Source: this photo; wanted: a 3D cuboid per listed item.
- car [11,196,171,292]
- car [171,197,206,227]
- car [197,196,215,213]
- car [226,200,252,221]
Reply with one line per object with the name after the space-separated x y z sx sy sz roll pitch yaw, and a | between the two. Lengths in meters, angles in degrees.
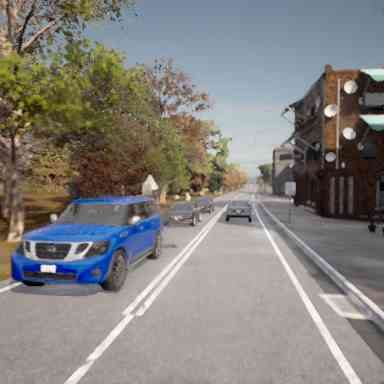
-2.348 1.146 9.185 2.150 2.045 5.566 1 0 9 | car
-0.490 1.296 21.383 1.837 1.490 4.892 0 0 9 | car
1.102 1.145 31.655 1.837 1.490 4.892 1 1 9 | car
3.496 1.315 24.790 2.033 1.411 5.357 0 1 9 | car
